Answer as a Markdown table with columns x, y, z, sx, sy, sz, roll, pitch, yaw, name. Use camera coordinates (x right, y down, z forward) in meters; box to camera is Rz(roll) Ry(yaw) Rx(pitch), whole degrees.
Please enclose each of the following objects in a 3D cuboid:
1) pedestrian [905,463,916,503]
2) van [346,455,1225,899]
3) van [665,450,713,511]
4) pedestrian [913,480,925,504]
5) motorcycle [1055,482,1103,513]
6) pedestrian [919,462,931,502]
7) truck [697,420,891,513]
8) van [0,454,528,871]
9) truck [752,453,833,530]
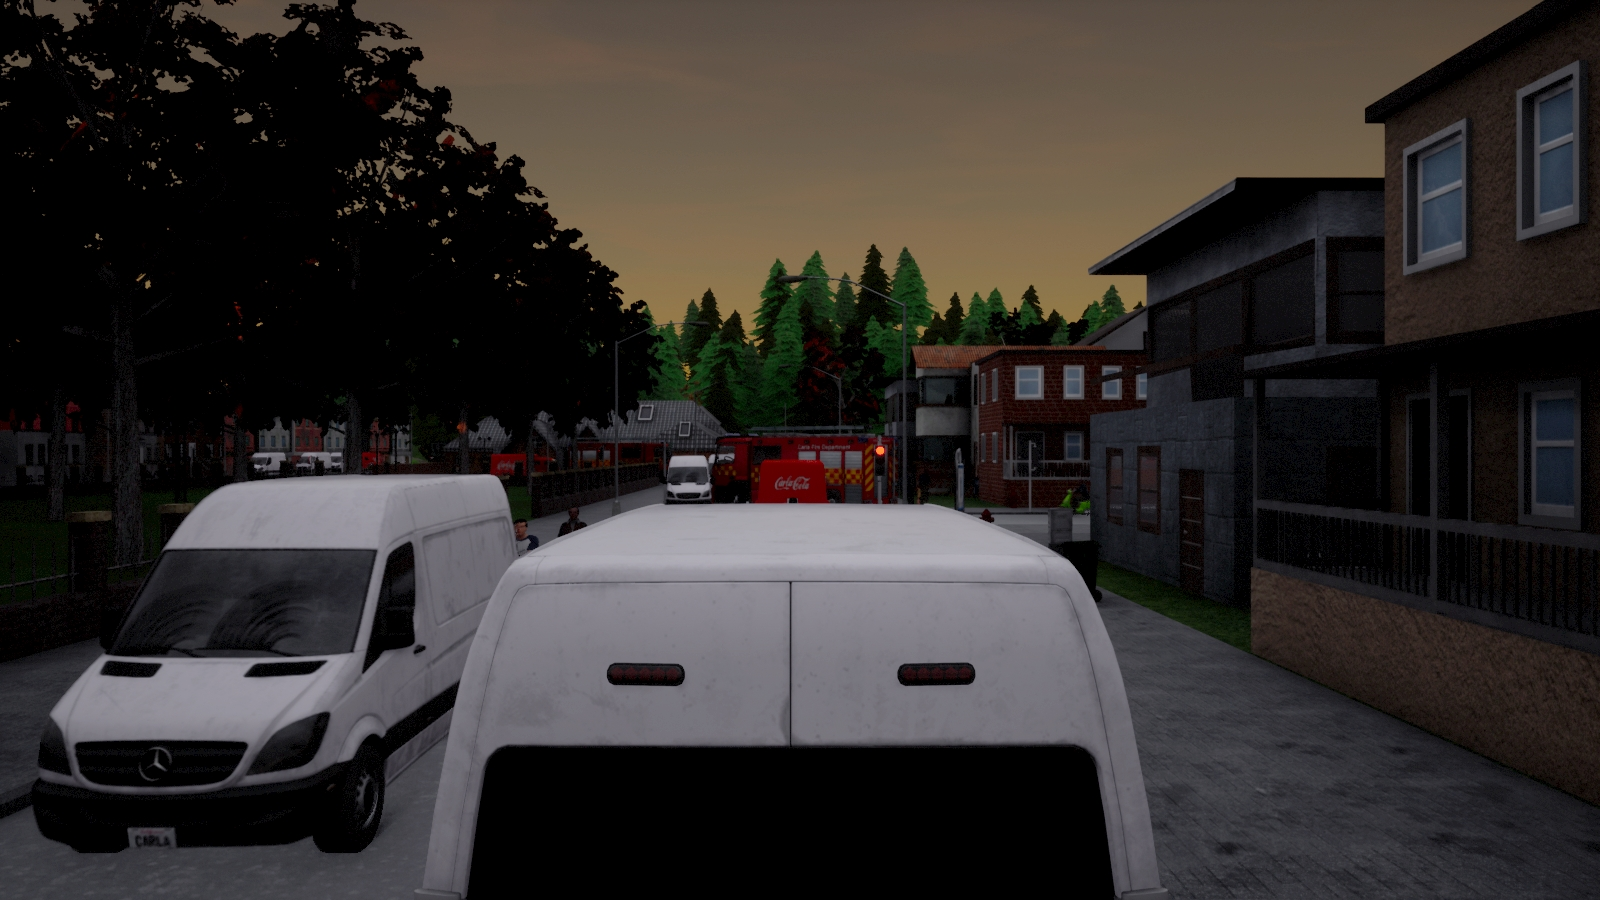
| x | y | z | sx | sy | sz | roll | pitch | yaw | name |
| --- | --- | --- | --- | --- | --- | --- | --- | --- | --- |
| 5.085 | 1.516 | 52.590 | 0.375 | 1.860 | 0.375 | 0 | 0 | -27 | pedestrian |
| -0.041 | 1.314 | 5.541 | 1.988 | 2.561 | 5.915 | 0 | 0 | 0 | van |
| -5.001 | 1.315 | 51.295 | 1.988 | 2.561 | 5.915 | -1 | 0 | -6 | van |
| 5.392 | 1.896 | 51.734 | 0.500 | 1.100 | 0.500 | 0 | 0 | 9 | pedestrian |
| 11.607 | 1.962 | 47.555 | 1.805 | 1.236 | 0.856 | 0 | 0 | 0 | motorcycle |
| 5.878 | 1.517 | 53.729 | 0.375 | 1.860 | 0.375 | 0 | 0 | -37 | pedestrian |
| -0.369 | 0.671 | 50.532 | 8.468 | 3.827 | 2.891 | 0 | 0 | 36 | truck |
| -4.054 | 1.315 | 9.997 | 1.988 | 2.561 | 5.915 | 0 | 0 | 0 | van |
| -0.258 | 1.348 | 39.562 | 2.627 | 2.467 | 5.204 | 0 | 0 | 0 | truck |
